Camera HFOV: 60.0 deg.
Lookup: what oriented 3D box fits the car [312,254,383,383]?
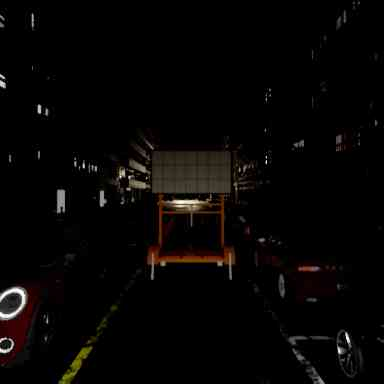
[{"bbox_3d":[2.689,1.569,2.481,1.947,1.339,4.313,0,0,0],"label":"car"}]

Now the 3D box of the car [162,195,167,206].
[{"bbox_3d":[-5.766,1.362,53.201,2.192,1.841,5.009,0,0,0],"label":"car"}]

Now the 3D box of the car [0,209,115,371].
[{"bbox_3d":[-3.007,1.359,5.950,2.097,1.767,4.553,0,0,0],"label":"car"}]

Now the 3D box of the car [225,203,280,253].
[{"bbox_3d":[2.673,1.455,13.754,1.967,1.590,4.097,0,0,0],"label":"car"}]

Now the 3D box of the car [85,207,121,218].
[{"bbox_3d":[-5.717,1.586,19.380,1.947,1.339,4.313,0,0,0],"label":"car"}]

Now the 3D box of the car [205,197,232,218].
[{"bbox_3d":[2.649,1.346,30.663,2.192,1.841,5.009,0,0,0],"label":"car"}]

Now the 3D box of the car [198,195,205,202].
[{"bbox_3d":[2.571,1.590,81.561,1.752,1.417,4.829,0,0,0],"label":"car"}]

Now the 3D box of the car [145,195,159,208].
[{"bbox_3d":[-5.759,1.483,47.564,1.967,1.590,4.097,0,0,0],"label":"car"}]

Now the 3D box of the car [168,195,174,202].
[{"bbox_3d":[-5.808,1.380,81.382,2.192,1.841,5.009,0,0,0],"label":"car"}]

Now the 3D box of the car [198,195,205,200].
[{"bbox_3d":[2.554,1.616,92.663,1.887,1.381,4.507,0,0,0],"label":"car"}]

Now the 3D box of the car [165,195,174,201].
[{"bbox_3d":[-5.818,1.508,87.018,1.967,1.590,4.097,0,0,0],"label":"car"}]

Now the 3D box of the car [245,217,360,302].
[{"bbox_3d":[2.681,1.554,8.117,1.887,1.381,4.507,0,0,0],"label":"car"}]

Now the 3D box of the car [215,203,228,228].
[{"bbox_3d":[2.664,1.571,19.390,2.008,1.369,4.403,0,0,0],"label":"car"}]

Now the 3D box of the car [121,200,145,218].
[{"bbox_3d":[-5.733,1.555,30.484,1.752,1.417,4.829,0,0,0],"label":"car"}]

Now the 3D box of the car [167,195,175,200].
[{"bbox_3d":[-5.826,1.615,92.655,1.887,1.381,4.507,0,0,0],"label":"car"}]

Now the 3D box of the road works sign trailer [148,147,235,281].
[{"bbox_3d":[-0.013,0.475,9.884,2.380,3.560,2.880,0,0,0],"label":"road works sign trailer"}]
